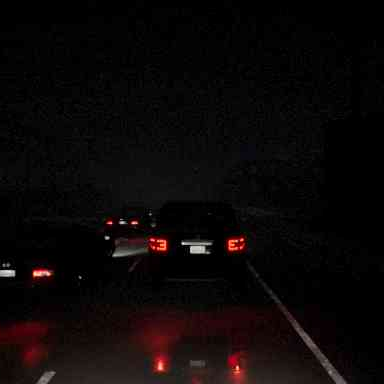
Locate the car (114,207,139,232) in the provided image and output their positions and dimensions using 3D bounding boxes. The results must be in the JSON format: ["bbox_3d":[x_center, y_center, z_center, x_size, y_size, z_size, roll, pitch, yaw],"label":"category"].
[{"bbox_3d":[-3.412,1.547,18.719,2.033,1.411,5.357,0,0,0],"label":"car"}]

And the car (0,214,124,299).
[{"bbox_3d":[-3.410,1.547,8.648,2.033,1.411,5.357,0,0,0],"label":"car"}]

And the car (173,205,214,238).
[{"bbox_3d":[0.091,1.547,19.119,2.033,1.411,5.357,0,0,0],"label":"car"}]

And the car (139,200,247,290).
[{"bbox_3d":[0.095,1.221,9.188,2.150,2.045,5.566,0,0,0],"label":"car"}]
